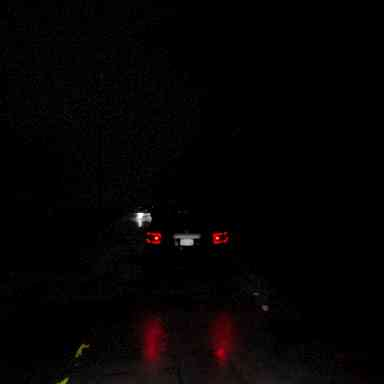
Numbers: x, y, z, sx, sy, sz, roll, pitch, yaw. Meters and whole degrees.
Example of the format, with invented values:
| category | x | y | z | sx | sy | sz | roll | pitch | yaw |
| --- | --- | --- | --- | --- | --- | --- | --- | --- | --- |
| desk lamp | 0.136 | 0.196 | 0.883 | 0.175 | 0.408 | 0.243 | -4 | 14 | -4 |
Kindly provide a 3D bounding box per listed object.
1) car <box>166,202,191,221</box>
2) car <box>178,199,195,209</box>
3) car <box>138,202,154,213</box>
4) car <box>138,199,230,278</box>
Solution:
| category | x | y | z | sx | sy | sz | roll | pitch | yaw |
| --- | --- | --- | --- | --- | --- | --- | --- | --- | --- |
| car | -1.286 | 1.690 | 29.829 | 2.033 | 1.411 | 5.357 | 0 | 0 | -5 |
| car | -0.971 | 1.909 | 54.709 | 2.163 | 1.488 | 4.792 | 0 | -1 | -8 |
| car | -5.606 | 1.885 | 41.098 | 1.895 | 1.301 | 4.718 | 0 | -1 | -7 |
| car | -0.159 | 1.226 | 10.259 | 2.150 | 2.045 | 5.566 | 0 | 0 | -1 |
